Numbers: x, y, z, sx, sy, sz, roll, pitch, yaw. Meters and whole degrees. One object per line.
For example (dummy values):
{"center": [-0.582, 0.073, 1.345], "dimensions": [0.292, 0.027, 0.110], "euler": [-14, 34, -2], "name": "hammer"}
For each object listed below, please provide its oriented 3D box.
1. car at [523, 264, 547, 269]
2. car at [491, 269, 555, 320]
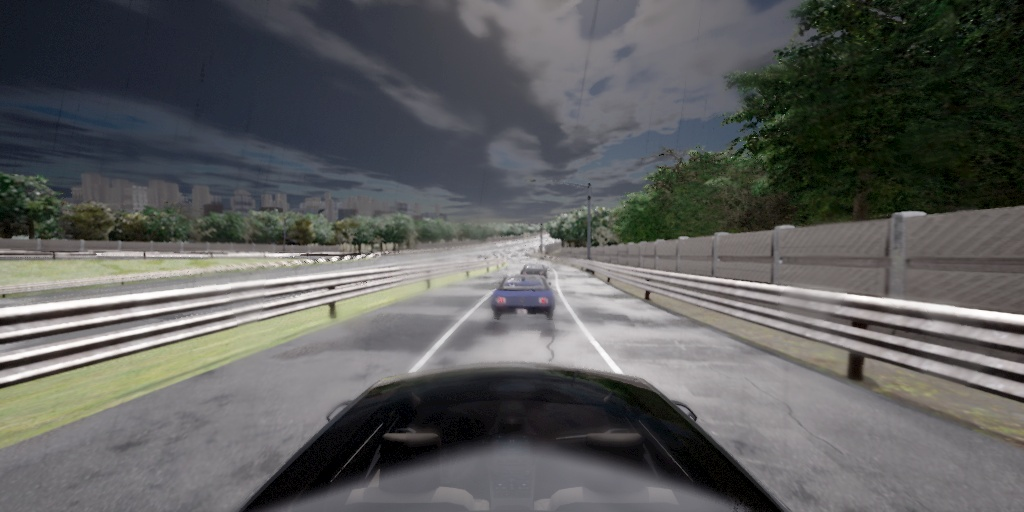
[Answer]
{"center": [1.766, 1.230, 27.373], "dimensions": [1.895, 1.301, 4.718], "euler": [1, 0, 7], "name": "car"}
{"center": [0.445, 1.298, 12.458], "dimensions": [1.895, 1.301, 4.718], "euler": [0, 0, 4], "name": "car"}
